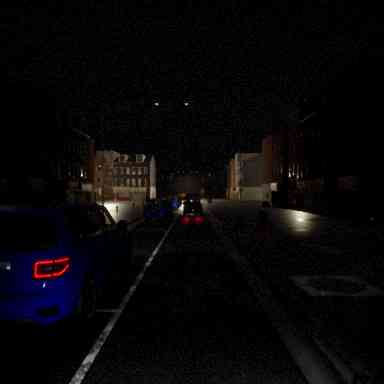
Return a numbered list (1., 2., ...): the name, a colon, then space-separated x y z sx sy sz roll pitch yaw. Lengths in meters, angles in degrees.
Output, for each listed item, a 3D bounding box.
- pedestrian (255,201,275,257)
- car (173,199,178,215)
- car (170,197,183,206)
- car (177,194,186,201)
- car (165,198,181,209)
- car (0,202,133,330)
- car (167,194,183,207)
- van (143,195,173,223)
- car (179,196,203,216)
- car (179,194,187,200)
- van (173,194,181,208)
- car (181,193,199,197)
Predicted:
1. pedestrian: 2.262 1.143 10.358 0.375 1.860 0.375 0 0 0
2. car: -2.645 1.570 30.659 1.947 1.339 4.313 0 0 0
3. car: -2.648 1.569 57.828 1.887 1.381 4.507 0 0 0
4. car: -2.652 1.376 84.239 2.192 1.841 5.009 0 0 0
5. car: -2.647 1.559 46.961 1.887 1.381 4.507 0 0 0
6. car: -2.752 1.224 7.109 2.150 2.045 5.566 0 0 0
7. car: -2.649 1.334 52.395 2.192 1.841 5.009 0 0 0
8. van: -2.646 1.343 25.225 1.690 1.788 3.998 0 0 0
9. car: 0.082 1.498 33.162 2.128 1.511 4.902 0 0 0
10. car: -2.653 1.396 95.092 2.192 1.841 5.009 0 0 0
11. van: -2.647 1.351 41.527 1.690 1.788 3.998 0 0 0
12. car: 0.041 1.233 43.473 2.150 2.045 5.566 0 0 1
